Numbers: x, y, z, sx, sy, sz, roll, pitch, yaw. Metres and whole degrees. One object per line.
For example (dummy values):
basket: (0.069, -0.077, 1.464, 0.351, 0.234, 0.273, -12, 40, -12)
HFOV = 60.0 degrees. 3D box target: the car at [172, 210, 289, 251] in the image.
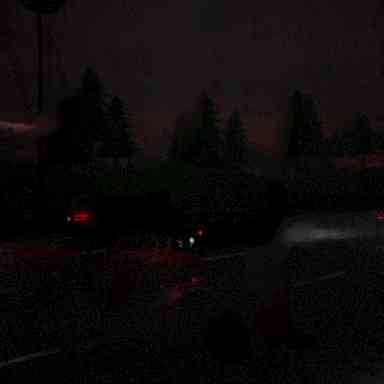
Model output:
car: (1.797, 1.471, 13.594, 4.718, 1.301, 1.895, -1, 1, -35)

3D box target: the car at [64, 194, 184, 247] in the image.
car: (-2.694, 1.113, 14.701, 5.566, 2.045, 2.150, -1, 1, -35)

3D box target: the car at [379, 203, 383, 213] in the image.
car: (18.934, 1.216, 30.006, 4.718, 1.301, 1.895, -1, 1, -35)
